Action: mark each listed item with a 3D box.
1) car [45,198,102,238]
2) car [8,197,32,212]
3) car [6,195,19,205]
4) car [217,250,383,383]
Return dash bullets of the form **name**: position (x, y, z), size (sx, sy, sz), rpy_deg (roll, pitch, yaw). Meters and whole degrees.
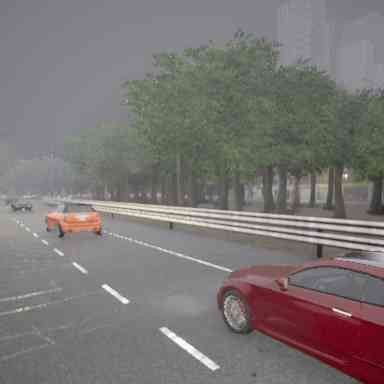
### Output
- **car**: position (-6.537, 1.356, 18.064), size (2.097, 1.767, 4.553), rpy_deg (0, 0, -33)
- **car**: position (-20.013, 1.608, 38.930), size (1.895, 1.301, 4.718), rpy_deg (0, 0, -33)
- **car**: position (-32.469, 1.362, 60.748), size (2.097, 1.767, 4.553), rpy_deg (0, 0, -23)
- **car**: position (2.263, 1.527, 4.436), size (1.812, 1.442, 4.674), rpy_deg (0, 0, -33)
